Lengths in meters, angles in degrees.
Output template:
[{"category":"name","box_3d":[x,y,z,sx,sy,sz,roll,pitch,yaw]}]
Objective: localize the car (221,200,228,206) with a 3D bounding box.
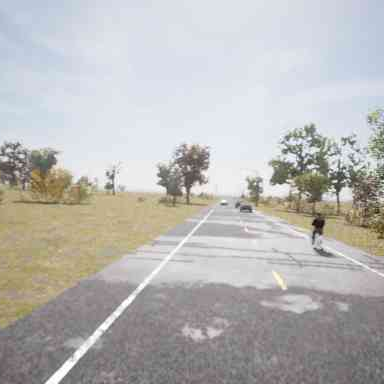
[{"category":"car","box_3d":[8.383,2.813,86.659,2.033,1.411,5.357,3,-1,6]}]

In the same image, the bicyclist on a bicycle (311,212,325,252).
[{"category":"bicyclist on a bicycle","box_3d":[5.809,1.809,15.462,0.659,1.776,1.843,3,0,6]}]

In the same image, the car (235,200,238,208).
[{"category":"car","box_3d":[10.532,2.596,72.818,2.097,1.767,4.553,3,-1,6]}]

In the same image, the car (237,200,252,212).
[{"category":"car","box_3d":[8.791,2.479,54.329,1.837,1.490,4.892,3,0,6]}]
